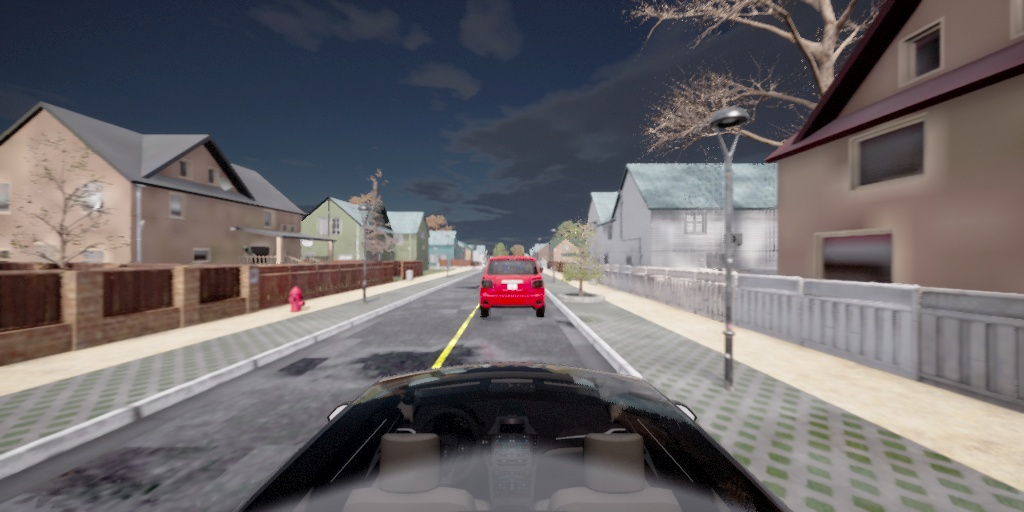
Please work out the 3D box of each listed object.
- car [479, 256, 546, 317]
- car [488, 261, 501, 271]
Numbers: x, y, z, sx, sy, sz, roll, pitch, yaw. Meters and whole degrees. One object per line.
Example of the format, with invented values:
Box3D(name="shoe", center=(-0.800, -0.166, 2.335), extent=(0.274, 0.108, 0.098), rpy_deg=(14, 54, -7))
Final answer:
Box3D(name="car", center=(0.031, 1.018, 13.502), extent=(2.150, 2.045, 5.566), rpy_deg=(0, 0, 0))
Box3D(name="car", center=(-2.802, 1.609, 57.369), extent=(1.837, 1.490, 4.892), rpy_deg=(0, -1, 0))
